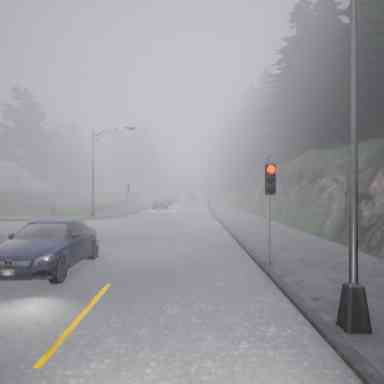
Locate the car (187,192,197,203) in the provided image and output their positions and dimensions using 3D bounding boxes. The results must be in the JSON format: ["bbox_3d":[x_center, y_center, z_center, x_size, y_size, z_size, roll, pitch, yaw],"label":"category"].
[{"bbox_3d":[-0.014,1.352,68.317,2.097,1.767,4.553,0,0,0],"label":"car"}]

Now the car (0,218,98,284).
[{"bbox_3d":[-4.092,1.526,9.705,1.812,1.442,4.674,0,0,0],"label":"car"}]

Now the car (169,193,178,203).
[{"bbox_3d":[-4.018,1.222,69.064,2.150,2.045,5.566,0,0,0],"label":"car"}]

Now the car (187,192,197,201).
[{"bbox_3d":[-0.016,1.108,78.413,2.150,2.045,5.566,0,0,0],"label":"car"}]

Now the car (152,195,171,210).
[{"bbox_3d":[-4.093,1.526,43.507,1.812,1.442,4.674,0,0,0],"label":"car"}]

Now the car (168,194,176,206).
[{"bbox_3d":[-4.100,1.477,54.315,1.882,1.535,5.008,0,0,0],"label":"car"}]
